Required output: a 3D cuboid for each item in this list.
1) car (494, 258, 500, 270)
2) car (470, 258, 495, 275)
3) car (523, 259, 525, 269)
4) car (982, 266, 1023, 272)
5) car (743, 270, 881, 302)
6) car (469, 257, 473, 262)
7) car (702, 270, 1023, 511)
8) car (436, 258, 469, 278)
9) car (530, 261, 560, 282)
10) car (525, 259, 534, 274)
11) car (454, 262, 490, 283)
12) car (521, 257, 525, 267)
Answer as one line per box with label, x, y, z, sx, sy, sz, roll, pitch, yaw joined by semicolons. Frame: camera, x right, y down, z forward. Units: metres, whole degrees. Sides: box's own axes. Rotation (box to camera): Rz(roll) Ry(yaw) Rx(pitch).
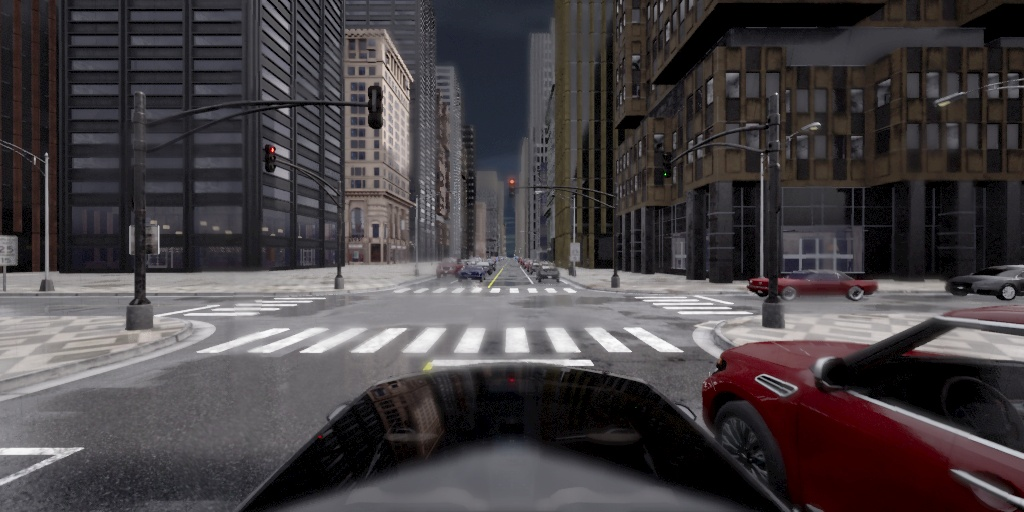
car;-3.076;1.304;48.799;2.033;1.411;5.357;0;0;0
car;-3.087;1.279;38.430;1.812;1.442;4.674;0;0;0
car;2.778;1.300;45.125;1.888;1.381;4.507;0;0;0
car;22.959;1.197;16.419;4.892;1.490;1.837;0;0;0
car;13.525;1.314;16.376;4.718;1.301;1.895;0;0;0
car;-5.749;1.193;39.479;1.967;1.591;4.097;0;0;0
car;2.762;1.065;1.230;2.192;1.841;5.009;0;0;0
car;-5.751;1.067;33.837;2.192;1.841;5.009;0;0;0
car;2.772;1.302;28.203;2.007;1.370;4.403;0;0;0
car;2.776;1.304;39.485;2.007;1.370;4.403;0;0;0
car;-3.090;1.352;28.462;1.895;1.301;4.718;0;0;0
car;2.783;1.199;56.406;1.967;1.591;4.097;0;0;0
